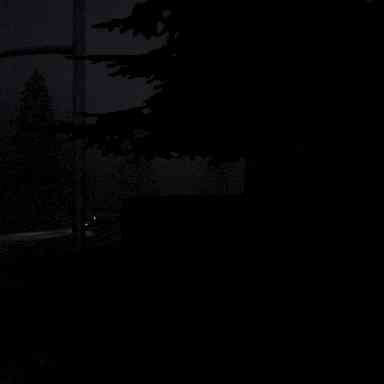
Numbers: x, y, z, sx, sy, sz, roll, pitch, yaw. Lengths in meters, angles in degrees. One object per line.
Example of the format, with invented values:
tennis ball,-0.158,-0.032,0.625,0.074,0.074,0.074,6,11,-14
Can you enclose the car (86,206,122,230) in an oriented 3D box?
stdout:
car,-4.935,1.586,21.338,1.895,1.301,4.718,0,0,36
